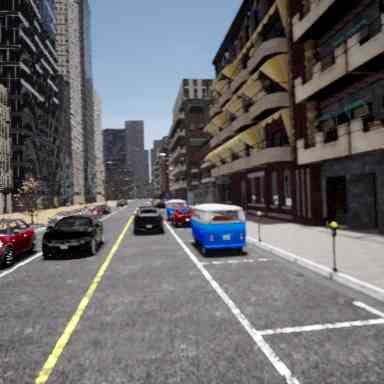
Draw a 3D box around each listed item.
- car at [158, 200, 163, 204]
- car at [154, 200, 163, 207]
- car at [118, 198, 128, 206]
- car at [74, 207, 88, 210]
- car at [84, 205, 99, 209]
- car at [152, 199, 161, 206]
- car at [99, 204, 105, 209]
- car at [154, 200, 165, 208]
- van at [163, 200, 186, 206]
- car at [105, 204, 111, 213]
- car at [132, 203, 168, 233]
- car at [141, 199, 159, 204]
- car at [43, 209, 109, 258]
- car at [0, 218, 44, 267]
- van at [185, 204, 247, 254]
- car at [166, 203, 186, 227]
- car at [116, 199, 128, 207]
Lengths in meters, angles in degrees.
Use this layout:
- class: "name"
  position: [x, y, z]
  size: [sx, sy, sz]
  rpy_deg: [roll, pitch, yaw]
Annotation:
- class: "car"
  position: [-5.335, 2.205, 57.354]
  size: [1.947, 1.339, 4.313]
  rpy_deg: [-2, 0, -8]
- class: "car"
  position: [-6.936, 2.317, 68.455]
  size: [1.752, 1.417, 4.829]
  rpy_deg: [-2, 0, -8]
- class: "car"
  position: [-18.358, 2.692, 88.955]
  size: [2.192, 1.841, 5.009]
  rpy_deg: [-2, 0, -8]
- class: "car"
  position: [-8.902, 2.040, 23.360]
  size: [2.008, 1.369, 4.403]
  rpy_deg: [-2, 0, -8]
- class: "car"
  position: [-9.690, 2.111, 28.827]
  size: [2.008, 1.369, 4.403]
  rpy_deg: [-2, 0, -8]
- class: "car"
  position: [-8.485, 2.486, 79.218]
  size: [1.887, 1.381, 4.507]
  rpy_deg: [-2, 0, -8]
- class: "car"
  position: [-10.481, 2.071, 34.294]
  size: [1.967, 1.590, 4.097]
  rpy_deg: [-2, 0, -8]
- class: "car"
  position: [-6.148, 2.241, 62.988]
  size: [1.752, 1.417, 4.829]
  rpy_deg: [-2, 0, -8]
- class: "van"
  position: [-1.407, 1.620, 30.025]
  size: [1.690, 1.788, 3.998]
  rpy_deg: [-2, 0, -8]
- class: "car"
  position: [-12.051, 2.339, 45.225]
  size: [1.947, 1.339, 4.313]
  rpy_deg: [-2, 0, -8]
- class: "car"
  position: [-2.841, 1.770, 21.760]
  size: [1.837, 1.490, 4.892]
  rpy_deg: [-2, 0, -8]
- class: "car"
  position: [-5.335, 1.981, 39.125]
  size: [2.128, 1.511, 4.902]
  rpy_deg: [-2, 0, -8]
- class: "car"
  position: [-5.012, 1.762, 14.551]
  size: [1.882, 1.535, 5.008]
  rpy_deg: [-2, 0, -8]
- class: "car"
  position: [-7.332, 1.789, 12.431]
  size: [1.967, 1.590, 4.097]
  rpy_deg: [-2, 0, -8]
- class: "van"
  position: [0.955, 1.409, 13.628]
  size: [1.690, 1.788, 3.998]
  rpy_deg: [-2, 0, -8]
- class: "car"
  position: [-0.612, 1.753, 24.558]
  size: [1.887, 1.381, 4.507]
  rpy_deg: [-2, 0, -8]
- class: "car"
  position: [-16.774, 2.789, 78.021]
  size: [1.947, 1.339, 4.313]
  rpy_deg: [-2, 0, -8]
